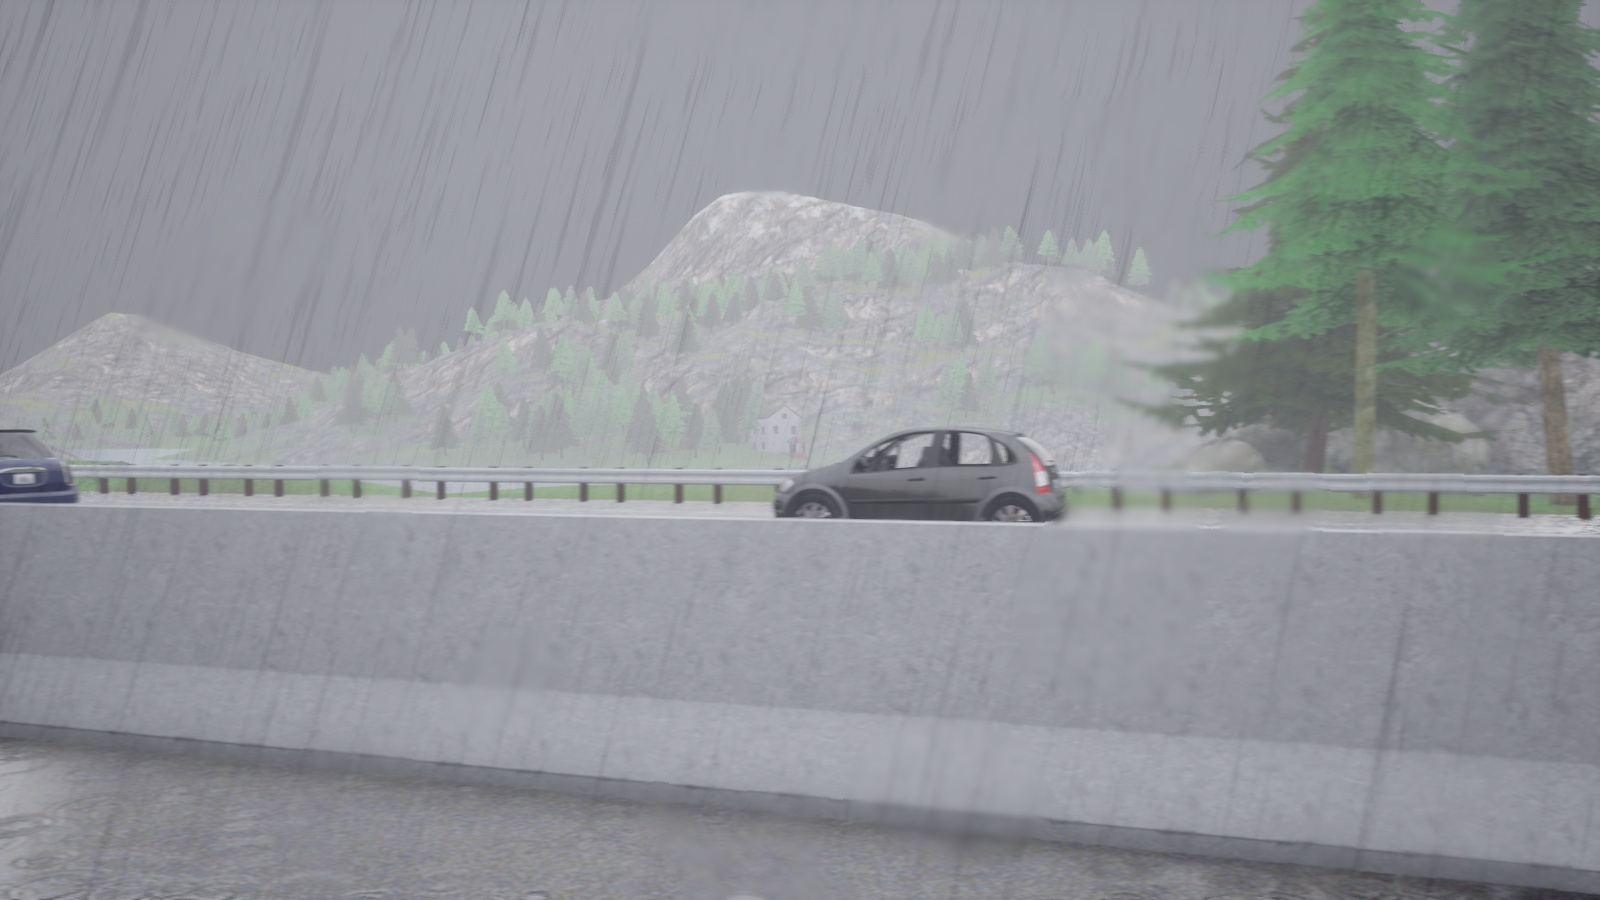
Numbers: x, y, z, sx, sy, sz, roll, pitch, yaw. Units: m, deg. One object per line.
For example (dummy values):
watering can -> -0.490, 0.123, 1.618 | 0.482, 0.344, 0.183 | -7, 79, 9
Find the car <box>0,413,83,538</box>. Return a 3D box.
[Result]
car -> -13.362, 0.334, 18.764 | 4.553, 1.767, 2.097 | 1, 1, 19

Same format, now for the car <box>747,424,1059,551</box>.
car -> 1.457, 0.450, 17.468 | 3.988, 1.617, 1.851 | 1, 1, 19
